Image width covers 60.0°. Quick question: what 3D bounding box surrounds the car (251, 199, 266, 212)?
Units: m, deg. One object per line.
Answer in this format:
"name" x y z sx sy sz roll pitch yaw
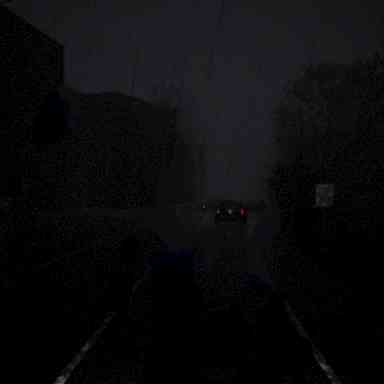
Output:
"car" 7.951 1.630 40.994 1.882 1.535 5.008 2 0 20

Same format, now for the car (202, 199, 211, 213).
"car" 2.512 1.490 35.859 1.837 1.490 4.892 2 0 18

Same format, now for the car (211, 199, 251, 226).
"car" 2.968 1.368 24.192 2.097 1.767 4.553 1 0 12
